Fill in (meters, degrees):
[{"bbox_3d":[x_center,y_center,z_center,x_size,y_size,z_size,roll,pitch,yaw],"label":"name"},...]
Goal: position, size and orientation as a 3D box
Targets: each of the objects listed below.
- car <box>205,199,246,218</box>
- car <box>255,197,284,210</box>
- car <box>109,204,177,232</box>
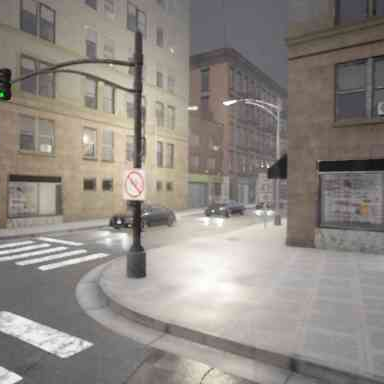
[{"bbox_3d":[2.775,1.281,27.295,1.994,1.385,4.181,1,1,35],"label":"car"},{"bbox_3d":[8.362,1.173,35.720,1.994,1.385,4.181,1,1,33],"label":"car"},{"bbox_3d":[-2.711,1.383,19.056,1.994,1.385,4.181,1,1,34],"label":"car"}]
